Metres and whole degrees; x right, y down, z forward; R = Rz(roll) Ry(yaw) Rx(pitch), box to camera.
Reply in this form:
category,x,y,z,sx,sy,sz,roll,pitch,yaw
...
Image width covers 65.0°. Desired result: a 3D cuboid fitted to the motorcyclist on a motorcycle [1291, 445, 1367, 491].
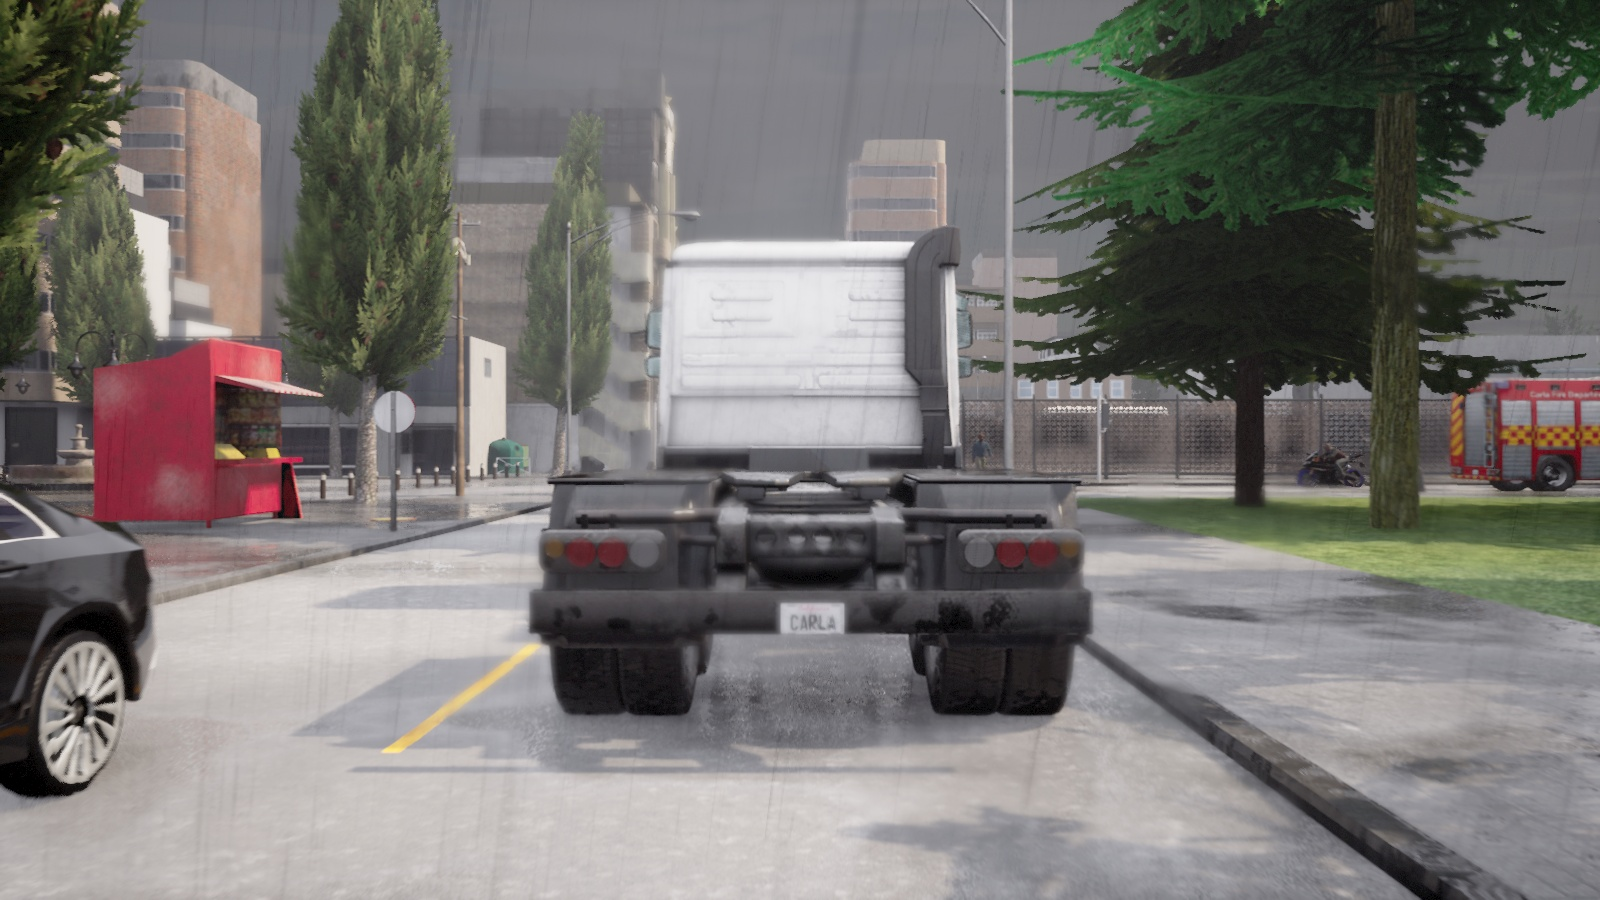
category,x,y,z,sx,sy,sz,roll,pitch,yaw
motorcyclist on a motorcycle,17.842,0.589,42.373,2.191,1.530,0.866,0,0,0

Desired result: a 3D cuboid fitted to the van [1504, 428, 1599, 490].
category,x,y,z,sx,sy,sz,roll,pitch,yaw
van,26.533,0.285,42.308,4.480,2.038,2.069,0,0,0

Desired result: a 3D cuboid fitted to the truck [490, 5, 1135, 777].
category,x,y,z,sx,sy,sz,roll,pitch,yaw
truck,0.076,-0.282,9.611,2.891,3.462,7.936,0,0,0

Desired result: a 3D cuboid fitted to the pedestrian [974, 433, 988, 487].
category,x,y,z,sx,sy,sz,roll,pitch,yaw
pedestrian,6.148,0.327,42.700,0.370,1.835,0.726,0,0,0

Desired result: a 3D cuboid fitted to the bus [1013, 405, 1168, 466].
category,x,y,z,sx,sy,sz,roll,pitch,yaw
bus,21.093,-1.061,91.699,10.273,4.253,3.944,1,0,-2

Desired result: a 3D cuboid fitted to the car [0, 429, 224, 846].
category,x,y,z,sx,sy,sz,roll,pitch,yaw
car,-3.962,0.681,3.844,2.128,1.511,4.902,0,0,0

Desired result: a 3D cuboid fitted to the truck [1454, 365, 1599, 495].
category,x,y,z,sx,sy,sz,roll,pitch,yaw
truck,24.945,-0.585,38.309,8.468,3.827,2.891,0,0,0
